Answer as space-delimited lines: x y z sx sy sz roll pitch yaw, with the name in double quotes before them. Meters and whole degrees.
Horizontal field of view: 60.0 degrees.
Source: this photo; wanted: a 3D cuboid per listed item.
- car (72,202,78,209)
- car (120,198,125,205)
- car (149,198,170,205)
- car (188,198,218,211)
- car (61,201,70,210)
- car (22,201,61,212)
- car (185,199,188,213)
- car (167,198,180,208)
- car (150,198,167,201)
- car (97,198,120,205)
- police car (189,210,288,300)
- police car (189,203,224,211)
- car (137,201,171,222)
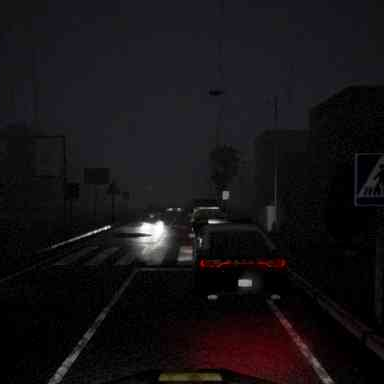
"car" -21.991 2.196 54.579 5.008 1.535 2.097 0 -1 0
"car" -21.965 2.808 91.776 5.008 1.535 2.097 0 -1 0
"car" -8.908 2.558 91.770 5.566 2.045 2.435 0 -1 0
"car" 0.944 1.504 24.537 2.150 2.045 5.566 0 -1 0
"car" -21.982 2.146 51.306 4.892 1.521 2.231 0 -1 0
"car" -21.986 2.133 48.030 4.674 1.452 2.002 0 -1 0
"car" -0.018 2.116 45.843 1.837 1.490 4.892 0 -1 0
"car" -3.282 2.378 64.639 1.882 1.535 5.008 0 -1 0
"car" -8.875 2.755 88.964 4.892 1.521 2.231 0 -1 0
"car" -21.958 2.700 86.209 5.008 1.535 2.097 0 -1 0
"police car" 0.957 1.467 8.601 1.930 1.638 5.238 0 -1 0
"police car" 0.947 1.611 18.612 1.930 1.638 5.238 0 -1 0
"car" -3.381 1.864 30.437 2.128 1.511 4.902 0 -1 0
